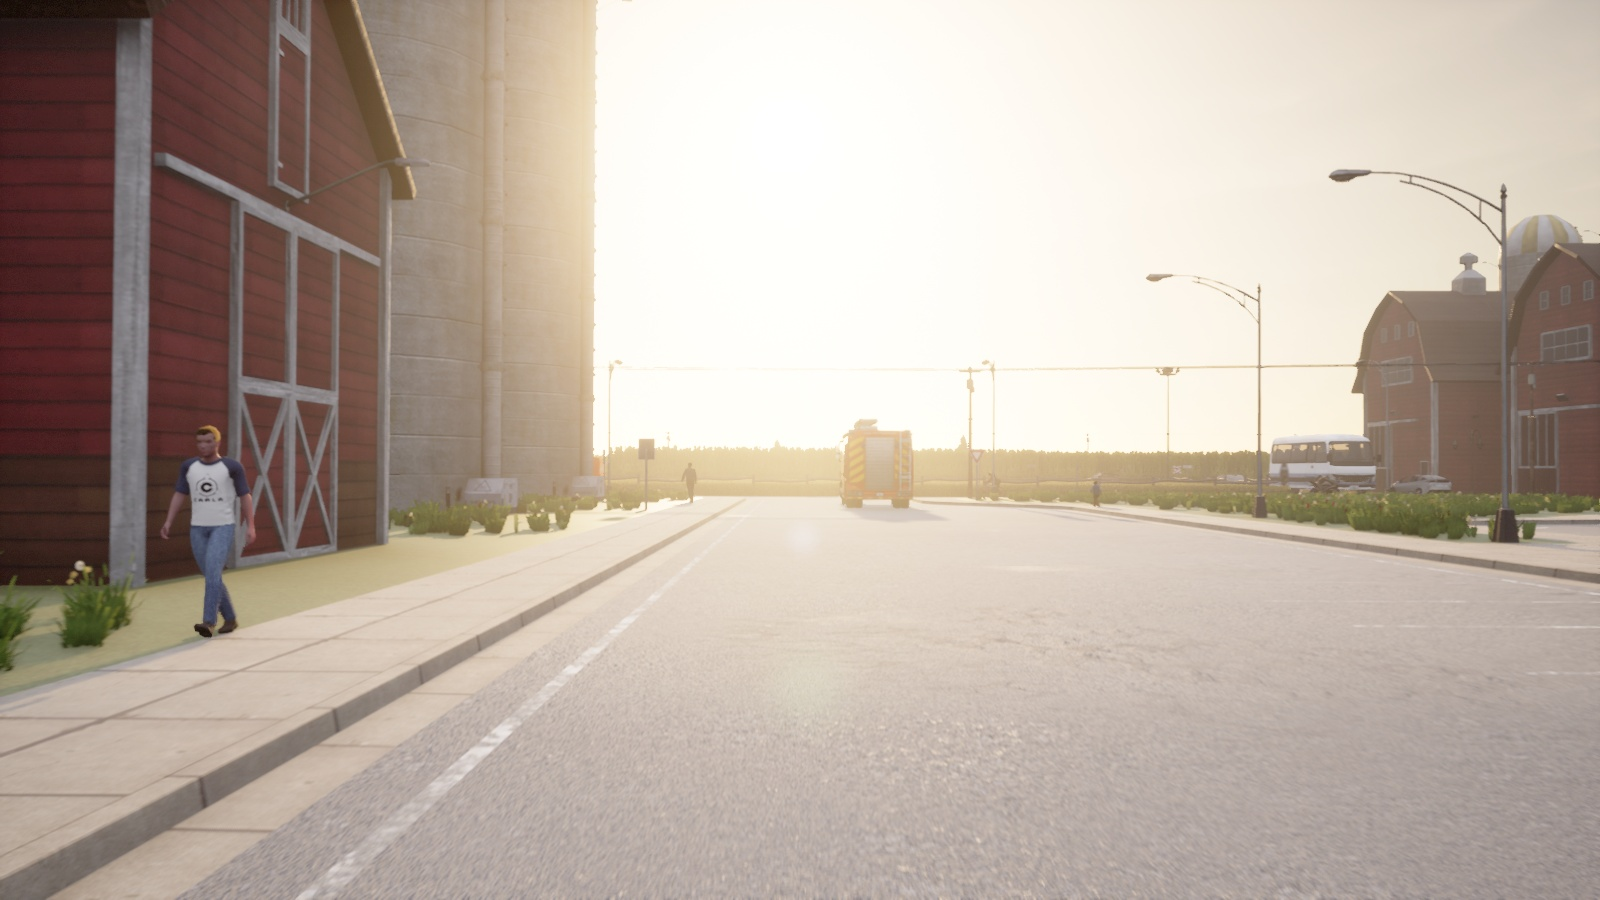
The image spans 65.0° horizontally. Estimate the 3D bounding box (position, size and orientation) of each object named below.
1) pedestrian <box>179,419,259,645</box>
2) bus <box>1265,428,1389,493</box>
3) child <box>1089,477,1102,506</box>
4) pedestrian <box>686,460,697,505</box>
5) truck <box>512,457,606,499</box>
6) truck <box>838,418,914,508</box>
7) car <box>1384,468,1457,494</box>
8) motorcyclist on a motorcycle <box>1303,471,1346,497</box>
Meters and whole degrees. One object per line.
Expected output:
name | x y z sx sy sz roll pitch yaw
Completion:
pedestrian | -4.887 0.671 10.583 0.354 1.836 0.706 0 -1 -1
bus | 36.228 0.782 86.947 3.944 4.253 10.273 0 -1 -2
child | 12.003 1.676 51.015 0.343 1.192 0.448 0 -1 -16
pedestrian | -4.834 1.445 55.778 0.423 1.949 0.788 0 -1 -8
truck | -14.708 1.714 76.793 5.204 2.467 2.627 1 -1 1
truck | 3.358 0.622 57.547 2.891 3.827 8.468 0 -1 0
car | 38.040 1.921 77.102 2.007 1.525 4.514 0 -1 -4
motorcyclist on a motorcycle | 30.662 1.973 73.394 2.191 1.530 0.866 0 -1 -13
